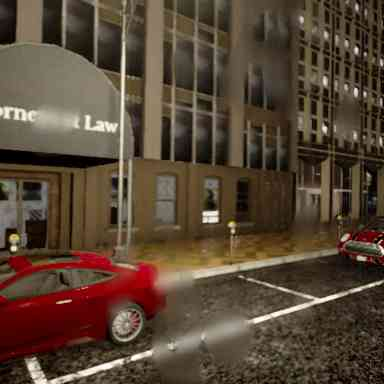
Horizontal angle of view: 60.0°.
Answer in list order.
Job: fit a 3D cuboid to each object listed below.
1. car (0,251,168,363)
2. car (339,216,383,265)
[{"bbox_3d":[-2.346,1.589,4.874,4.206,1.307,1.802,1,0,-35],"label":"car"},{"bbox_3d":[6.870,1.548,11.440,4.097,1.590,1.967,1,1,-35],"label":"car"}]
